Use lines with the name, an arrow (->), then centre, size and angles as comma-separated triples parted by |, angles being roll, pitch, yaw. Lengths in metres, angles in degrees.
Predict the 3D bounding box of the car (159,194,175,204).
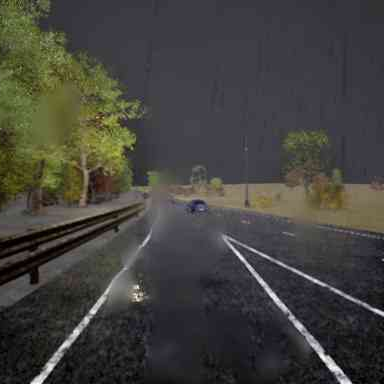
car -> -4.544, 1.308, 63.391 | 2.097, 1.767, 4.553 | 0, 0, -10

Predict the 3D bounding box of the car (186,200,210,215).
car -> 0.517, 1.492, 33.658 | 1.812, 1.442, 4.674 | 0, 0, -10

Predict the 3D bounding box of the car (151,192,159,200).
car -> -9.294, 1.288, 91.350 | 2.097, 1.767, 4.553 | 0, 0, -10
